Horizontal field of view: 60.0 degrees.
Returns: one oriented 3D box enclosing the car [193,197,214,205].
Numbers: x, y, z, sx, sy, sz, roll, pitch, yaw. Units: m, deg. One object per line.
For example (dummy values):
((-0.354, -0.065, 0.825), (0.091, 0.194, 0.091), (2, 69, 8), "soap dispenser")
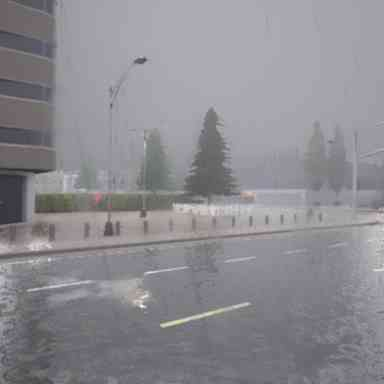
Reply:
((2.097, 1.749, 60.862), (2.097, 1.767, 4.553), (1, -1, -35), "car")
